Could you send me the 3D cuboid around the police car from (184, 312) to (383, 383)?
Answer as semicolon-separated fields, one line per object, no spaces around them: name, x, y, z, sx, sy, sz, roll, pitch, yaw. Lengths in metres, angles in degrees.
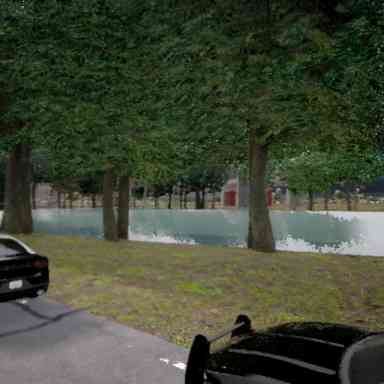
police car;2.235;1.566;2.153;5.238;1.638;1.930;-1;-3;38

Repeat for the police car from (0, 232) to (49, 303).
police car;-5.594;1.711;8.374;5.238;1.638;1.930;-1;-3;38
